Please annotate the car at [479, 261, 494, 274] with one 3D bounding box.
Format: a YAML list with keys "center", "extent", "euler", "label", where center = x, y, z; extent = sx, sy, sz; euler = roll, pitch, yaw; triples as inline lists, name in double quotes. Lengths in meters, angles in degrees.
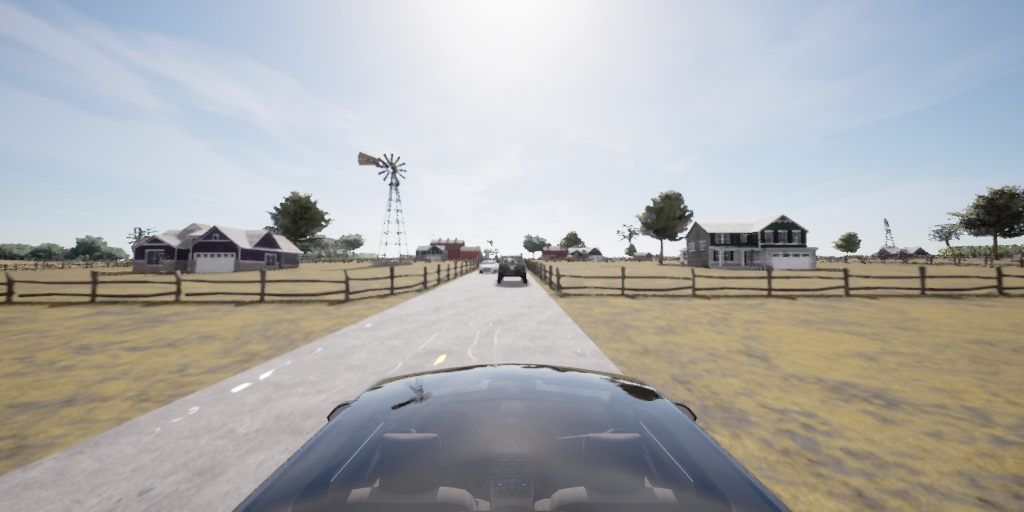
- center: [-2.752, 1.268, 41.555]
  extent: [1.812, 1.442, 4.674]
  euler: [0, 0, 0]
  label: "car"

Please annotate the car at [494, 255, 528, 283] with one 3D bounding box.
- center: [0.017, 0.965, 27.630]
  extent: [2.150, 2.045, 5.566]
  euler: [0, 0, 0]
  label: "car"
